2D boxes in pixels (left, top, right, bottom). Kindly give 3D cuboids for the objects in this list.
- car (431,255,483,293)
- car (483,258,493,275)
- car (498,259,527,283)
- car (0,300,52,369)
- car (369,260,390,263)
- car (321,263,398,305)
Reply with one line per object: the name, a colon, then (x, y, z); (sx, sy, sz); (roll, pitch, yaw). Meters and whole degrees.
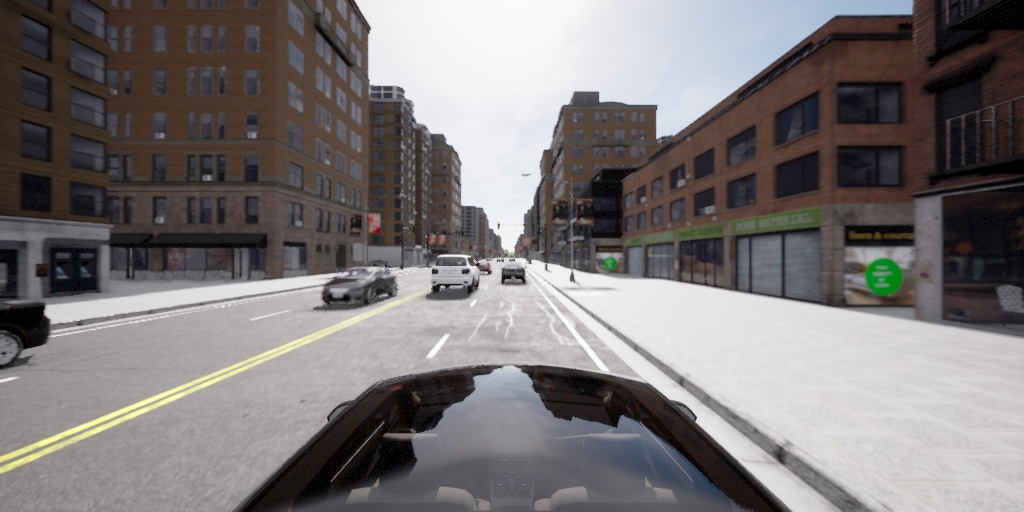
car: (-3.153, 0.956, 20.815); (2.150, 2.045, 5.566); (0, 0, 0)
car: (-3.212, 1.248, 39.379); (1.812, 1.442, 4.674); (0, 0, 0)
car: (0.098, 1.235, 27.629); (1.837, 1.490, 4.892); (0, 0, 0)
car: (-9.852, 1.225, 4.761); (1.882, 1.535, 5.008); (0, 0, 0)
car: (-22.155, 1.300, 58.549); (4.313, 1.339, 1.948); (0, 0, 0)
car: (-6.603, 1.231, 16.049); (2.128, 1.511, 4.902); (0, 0, 0)
